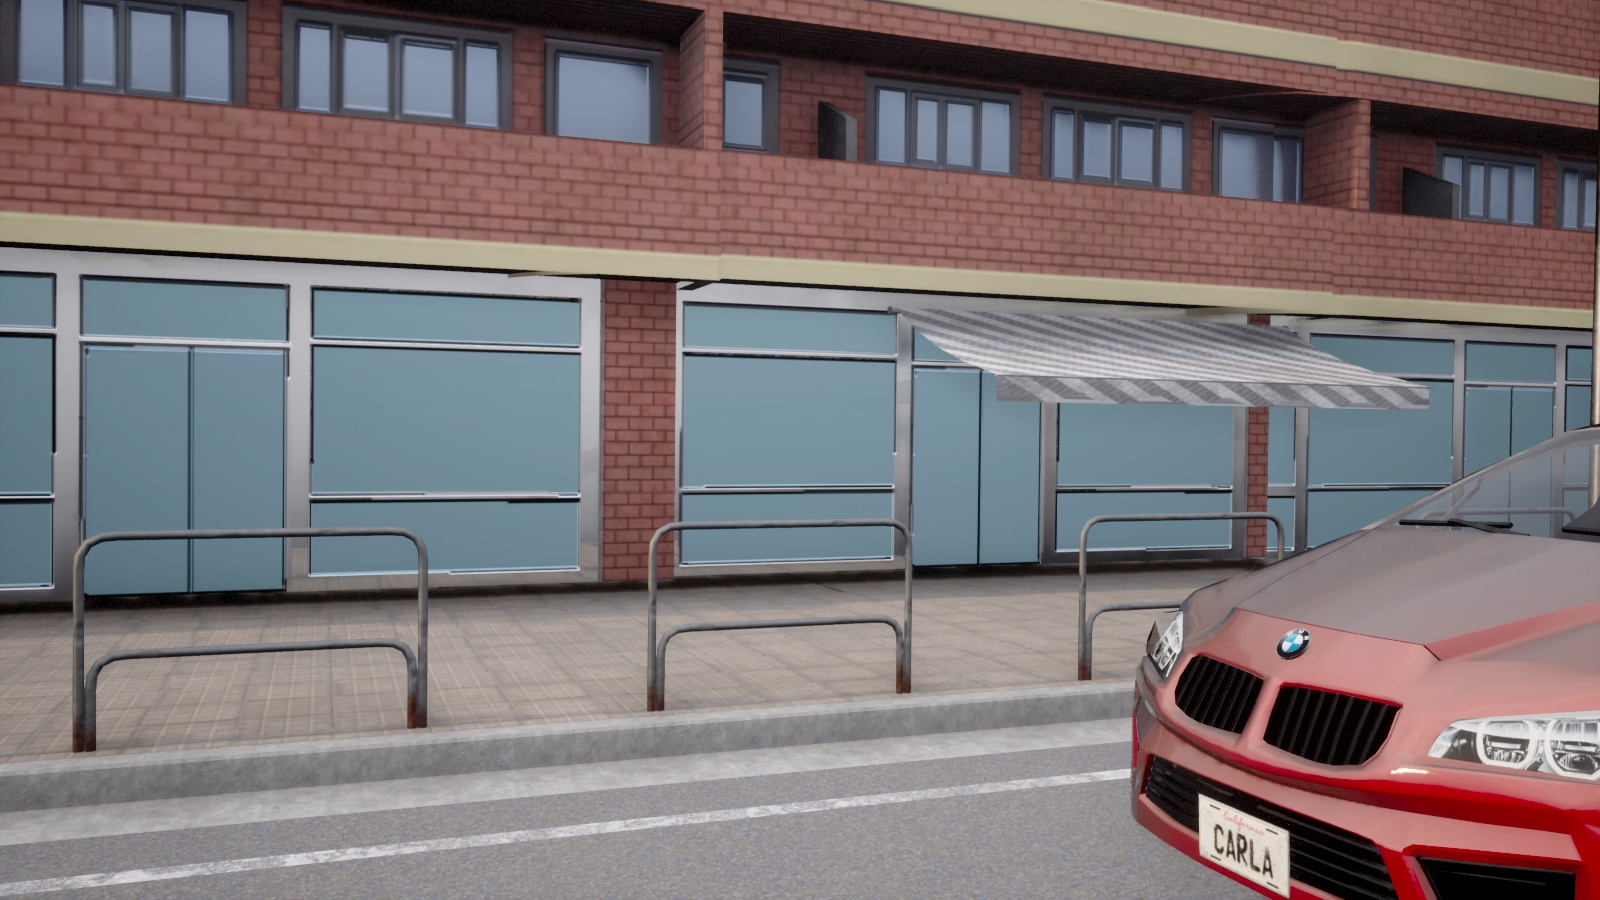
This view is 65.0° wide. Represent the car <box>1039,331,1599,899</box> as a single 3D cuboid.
[{"bbox_3d":[3.469,0.531,4.556,4.611,1.667,2.242,-1,1,-21],"label":"car"}]
